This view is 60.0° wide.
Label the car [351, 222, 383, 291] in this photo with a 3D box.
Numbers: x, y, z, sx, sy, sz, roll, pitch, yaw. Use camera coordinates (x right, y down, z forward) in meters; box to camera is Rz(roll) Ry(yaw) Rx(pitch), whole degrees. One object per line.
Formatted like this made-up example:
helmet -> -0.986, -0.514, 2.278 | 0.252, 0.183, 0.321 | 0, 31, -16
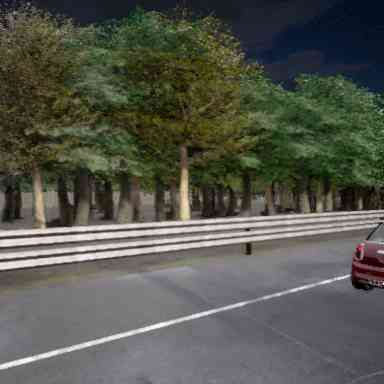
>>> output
car -> 5.826, 1.396, 7.902 | 4.553, 1.767, 2.097 | 0, 0, -36
